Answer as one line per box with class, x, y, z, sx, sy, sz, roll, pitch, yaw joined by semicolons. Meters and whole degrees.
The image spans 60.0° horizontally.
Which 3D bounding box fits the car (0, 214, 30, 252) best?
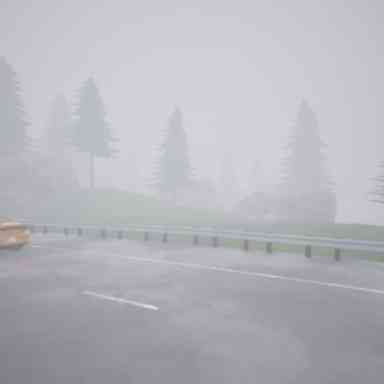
car;-8.342;1.479;12.452;5.008;1.535;1.882;0;0;26
